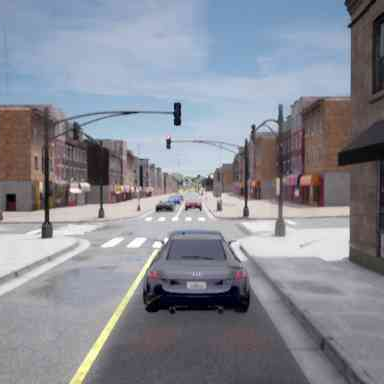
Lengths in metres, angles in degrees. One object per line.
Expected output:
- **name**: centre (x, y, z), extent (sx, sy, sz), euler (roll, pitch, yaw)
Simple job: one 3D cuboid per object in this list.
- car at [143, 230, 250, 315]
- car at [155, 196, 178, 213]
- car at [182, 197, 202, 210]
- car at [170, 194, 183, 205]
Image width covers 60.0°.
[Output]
- **car**: centre (0.102, 1.547, 7.653), extent (1.994, 1.385, 4.181), euler (0, 0, 1)
- **car**: centre (-2.782, 1.433, 35.193), extent (1.895, 1.301, 4.718), euler (0, 0, 0)
- **car**: centre (0.173, 1.404, 39.389), extent (1.895, 1.301, 4.718), euler (0, 0, 0)
- **car**: centre (-2.739, 1.192, 51.138), extent (1.882, 1.535, 5.008), euler (0, 1, 0)
